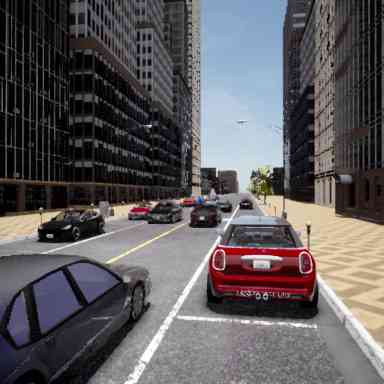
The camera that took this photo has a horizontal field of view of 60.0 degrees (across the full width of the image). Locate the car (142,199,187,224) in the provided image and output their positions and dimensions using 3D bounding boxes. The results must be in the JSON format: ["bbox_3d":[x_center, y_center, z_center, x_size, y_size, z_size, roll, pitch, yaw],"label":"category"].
[{"bbox_3d":[-1.915,1.498,24.730,1.837,1.490,4.892,0,0,9],"label":"car"}]

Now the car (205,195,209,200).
[{"bbox_3d":[1.620,1.550,61.653,1.802,1.307,4.206,0,0,9],"label":"car"}]

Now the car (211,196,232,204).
[{"bbox_3d":[3.681,1.549,38.835,1.994,1.385,4.181,0,0,9],"label":"car"}]

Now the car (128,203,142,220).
[{"bbox_3d":[-3.998,1.574,27.963,1.802,1.307,4.206,0,0,9],"label":"car"}]

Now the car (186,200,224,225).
[{"bbox_3d":[1.042,1.520,23.613,1.812,1.442,4.674,0,0,9],"label":"car"}]

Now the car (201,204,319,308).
[{"bbox_3d":[1.628,1.352,8.205,2.097,1.767,4.553,0,0,9],"label":"car"}]

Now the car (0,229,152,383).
[{"bbox_3d":[-2.086,1.547,4.255,2.033,1.411,5.357,0,0,9],"label":"car"}]

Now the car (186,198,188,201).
[{"bbox_3d":[-2.126,1.536,39.194,2.008,1.369,4.403,0,0,9],"label":"car"}]

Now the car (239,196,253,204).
[{"bbox_3d":[7.075,1.548,43.417,1.947,1.339,4.313,0,0,9],"label":"car"}]

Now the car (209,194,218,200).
[{"bbox_3d":[4.430,1.390,78.496,1.967,1.590,4.097,0,0,9],"label":"car"}]

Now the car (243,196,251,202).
[{"bbox_3d":[12.694,1.533,77.103,1.802,1.307,4.206,0,0,9],"label":"car"}]

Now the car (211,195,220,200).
[{"bbox_3d":[6.303,1.503,89.726,1.947,1.339,4.313,0,0,9],"label":"car"}]

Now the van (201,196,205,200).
[{"bbox_3d":[0.685,1.314,56.038,1.690,1.788,3.998,0,0,9],"label":"van"}]

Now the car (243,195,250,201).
[{"bbox_3d":[13.658,1.469,82.886,1.752,1.417,4.829,0,0,9],"label":"car"}]

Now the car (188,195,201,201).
[{"bbox_3d":[-0.253,1.522,50.423,1.887,1.381,4.507,0,0,9],"label":"car"}]

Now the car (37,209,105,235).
[{"bbox_3d":[-5.872,1.563,16.736,1.947,1.339,4.313,0,0,9],"label":"car"}]

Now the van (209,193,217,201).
[{"bbox_3d":[5.368,1.285,84.111,1.690,1.788,3.998,0,0,9],"label":"van"}]
